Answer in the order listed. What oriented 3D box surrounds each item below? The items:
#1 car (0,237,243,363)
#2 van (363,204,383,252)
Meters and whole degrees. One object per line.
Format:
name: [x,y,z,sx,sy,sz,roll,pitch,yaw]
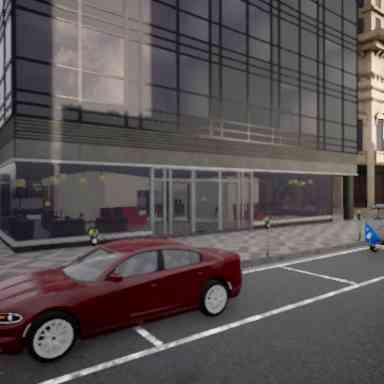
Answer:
car: [-1.102,1.538,5.865,4.507,1.381,1.887,0,0,-35]
van: [8.020,1.303,12.370,3.998,1.788,1.690,0,0,-35]
